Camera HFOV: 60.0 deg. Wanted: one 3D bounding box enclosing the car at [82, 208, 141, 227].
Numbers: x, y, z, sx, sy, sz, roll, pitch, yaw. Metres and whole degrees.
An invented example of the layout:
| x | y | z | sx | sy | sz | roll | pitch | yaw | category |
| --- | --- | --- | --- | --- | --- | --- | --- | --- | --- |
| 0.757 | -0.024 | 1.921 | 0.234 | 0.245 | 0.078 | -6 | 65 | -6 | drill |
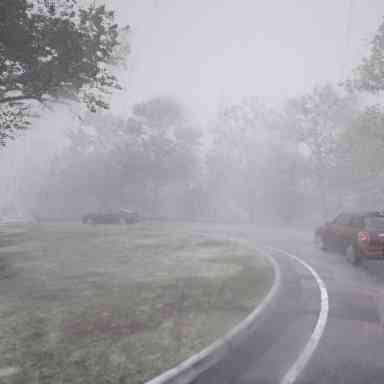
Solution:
| x | y | z | sx | sy | sz | roll | pitch | yaw | category |
| --- | --- | --- | --- | --- | --- | --- | --- | --- | --- |
| -6.744 | 2.070 | 27.918 | 5.008 | 1.535 | 1.882 | -1 | -2 | 14 | car |

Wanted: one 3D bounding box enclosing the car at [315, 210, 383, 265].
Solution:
| x | y | z | sx | sy | sz | roll | pitch | yaw | category |
| --- | --- | --- | --- | --- | --- | --- | --- | --- | --- |
| 6.218 | 1.499 | 12.340 | 2.097 | 1.767 | 4.553 | -1 | -1 | 3 | car |

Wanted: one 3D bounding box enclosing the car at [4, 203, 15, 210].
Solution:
| x | y | z | sx | sy | sz | roll | pitch | yaw | category |
| --- | --- | --- | --- | --- | --- | --- | --- | --- | --- |
| -39.596 | 3.181 | 72.305 | 2.033 | 1.411 | 5.357 | 0 | -1 | -28 | car |

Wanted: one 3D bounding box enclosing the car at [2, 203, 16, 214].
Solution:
| x | y | z | sx | sy | sz | roll | pitch | yaw | category |
| --- | --- | --- | --- | --- | --- | --- | --- | --- | --- |
| -32.134 | 2.916 | 58.343 | 1.882 | 1.535 | 5.008 | 0 | -1 | -28 | car |
